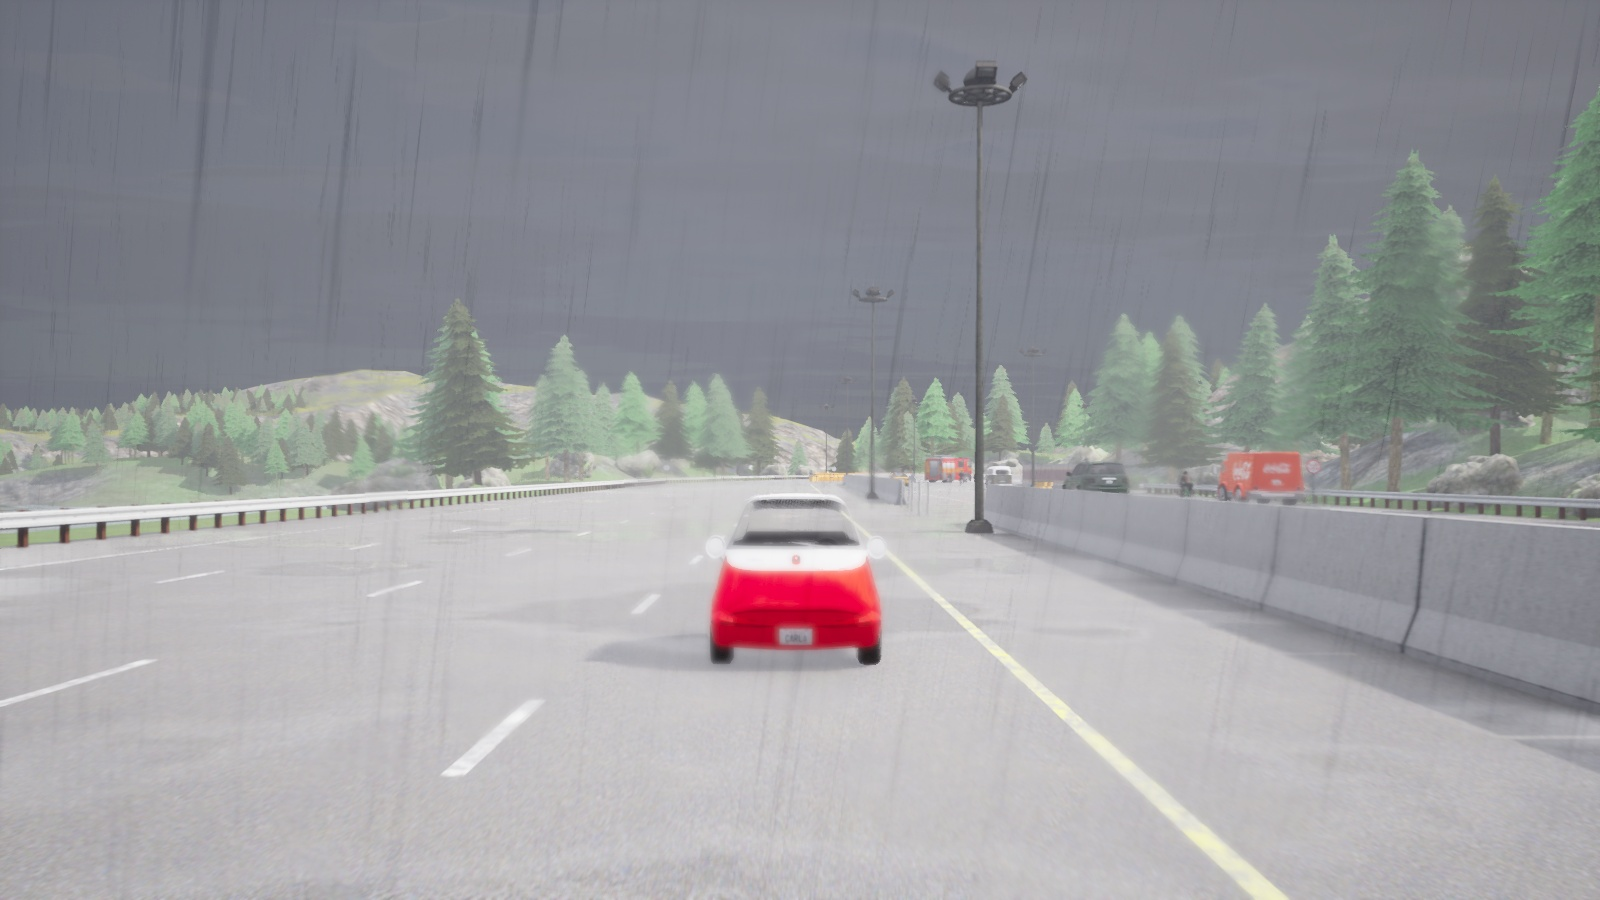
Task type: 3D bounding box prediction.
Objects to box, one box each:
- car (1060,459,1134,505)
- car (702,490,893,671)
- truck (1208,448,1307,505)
[{"bbox_3d":[13.860,1.465,59.006,2.150,2.045,5.566,0,-1,0],"label":"car"},{"bbox_3d":[-0.024,1.052,10.868,1.481,1.376,2.207,0,-1,0],"label":"car"},{"bbox_3d":[20.863,1.204,57.540,2.627,2.467,5.204,0,-1,0],"label":"truck"}]
